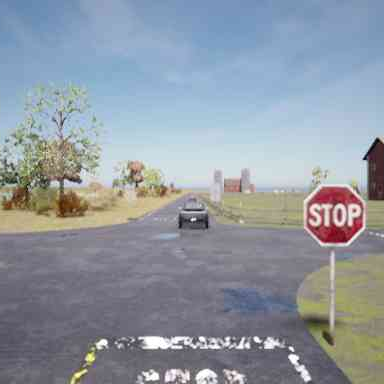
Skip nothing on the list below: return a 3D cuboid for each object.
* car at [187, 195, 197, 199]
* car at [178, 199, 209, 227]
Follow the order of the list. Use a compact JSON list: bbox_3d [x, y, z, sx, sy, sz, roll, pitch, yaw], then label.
[{"bbox_3d":[0.029,1.408,71.339,2.033,1.411,5.357,0,0,0],"label":"car"},{"bbox_3d":[0.103,1.429,21.826,2.128,1.511,4.902,0,-1,0],"label":"car"}]
